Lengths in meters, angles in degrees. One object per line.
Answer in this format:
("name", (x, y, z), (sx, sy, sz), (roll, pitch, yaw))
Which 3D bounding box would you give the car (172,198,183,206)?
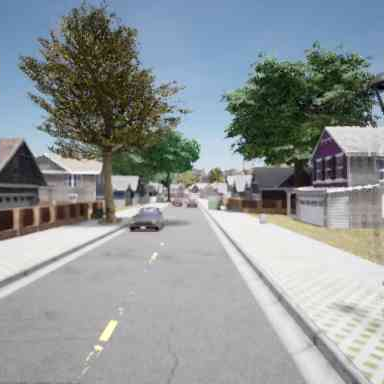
("car", (-2.765, 1.932, 63.455), (1.882, 1.535, 5.008), (0, 0, 1))

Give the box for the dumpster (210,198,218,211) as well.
("dumpster", (3.019, 1.739, 45.691), (1.020, 1.700, 1.940), (0, 0, 0))

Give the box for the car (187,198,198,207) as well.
("car", (0.035, 2.030, 58.472), (1.895, 1.301, 4.718), (0, 0, 1))

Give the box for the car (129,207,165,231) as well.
("car", (-2.849, 1.723, 22.079), (2.033, 1.411, 5.357), (0, 0, 0))

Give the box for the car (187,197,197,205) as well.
("car", (0.007, 1.953, 72.018), (2.128, 1.511, 4.902), (0, 0, 0))
